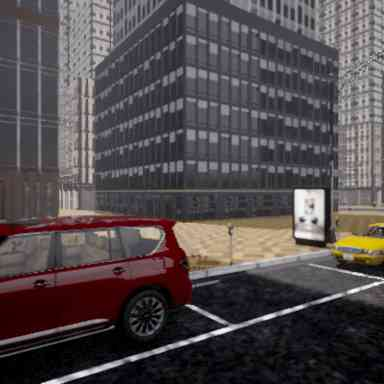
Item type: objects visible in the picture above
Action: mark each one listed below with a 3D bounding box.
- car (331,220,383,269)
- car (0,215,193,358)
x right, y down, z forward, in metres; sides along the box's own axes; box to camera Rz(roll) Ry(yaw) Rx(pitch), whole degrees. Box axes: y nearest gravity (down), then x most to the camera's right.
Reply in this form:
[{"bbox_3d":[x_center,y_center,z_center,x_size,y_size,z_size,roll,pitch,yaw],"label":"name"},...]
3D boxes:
[{"bbox_3d":[6.606,1.642,11.283,4.829,1.417,1.752,1,-1,-35],"label":"car"},{"bbox_3d":[-2.306,1.324,4.927,5.009,1.841,2.192,1,-1,-35],"label":"car"}]
